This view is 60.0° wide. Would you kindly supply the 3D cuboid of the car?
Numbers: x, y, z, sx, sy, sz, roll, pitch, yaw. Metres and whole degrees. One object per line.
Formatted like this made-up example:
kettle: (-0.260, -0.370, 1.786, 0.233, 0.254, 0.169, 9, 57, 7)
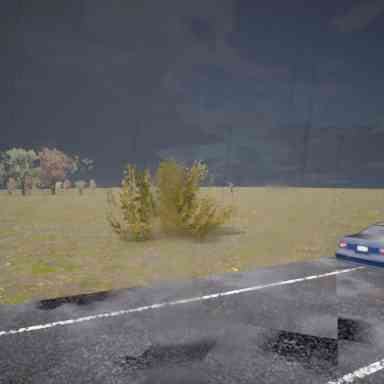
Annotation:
car: (6.703, 1.549, 10.091, 5.357, 1.411, 2.033, 0, 0, -30)
